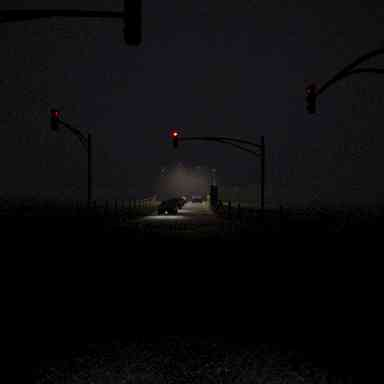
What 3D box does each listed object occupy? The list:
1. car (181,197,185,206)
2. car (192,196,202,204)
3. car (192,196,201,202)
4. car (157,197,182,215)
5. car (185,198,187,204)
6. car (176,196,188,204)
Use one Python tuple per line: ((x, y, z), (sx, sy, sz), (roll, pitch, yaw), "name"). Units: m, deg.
((-2.251, 1.514, 43.946), (1.837, 1.490, 4.892), (0, 0, 1), "car")
((1.029, 1.495, 65.906), (1.882, 1.535, 5.008), (0, 0, 1), "car")
((1.090, 1.617, 75.940), (1.895, 1.301, 4.718), (0, 0, 1), "car")
((-2.402, 1.553, 34.169), (2.033, 1.411, 5.357), (0, 0, 0), "car")
((-2.104, 1.560, 53.794), (2.033, 1.411, 5.357), (0, 0, 1), "car")
((-1.903, 1.581, 63.799), (1.994, 1.385, 4.181), (0, 0, 2), "car")
